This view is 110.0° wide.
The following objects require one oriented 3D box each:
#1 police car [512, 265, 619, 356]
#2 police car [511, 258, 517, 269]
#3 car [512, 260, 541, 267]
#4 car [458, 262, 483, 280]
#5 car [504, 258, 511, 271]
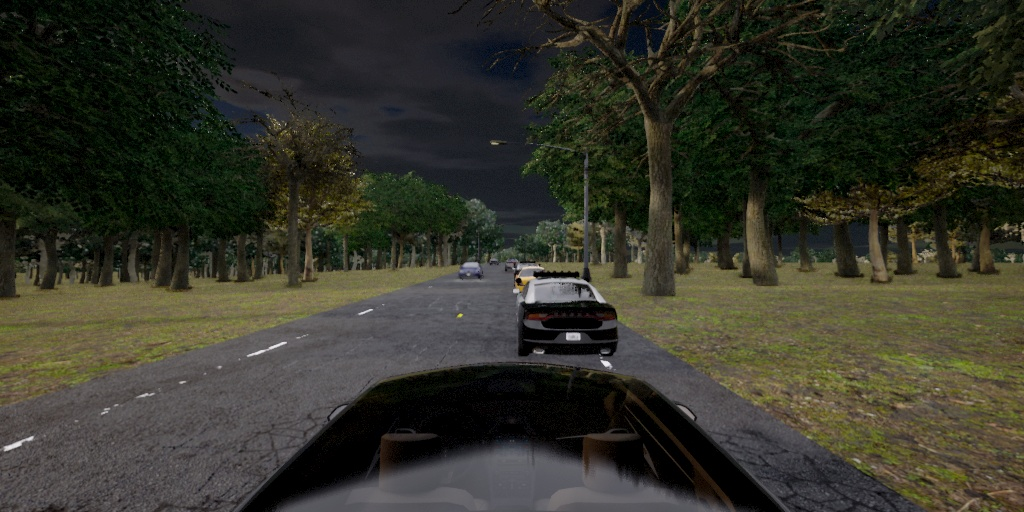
[{"bbox_3d":[1.057,1.180,8.753,1.930,1.638,5.238,0,0,0],"label":"police car"},{"bbox_3d":[1.071,1.168,24.756,1.930,1.638,5.238,0,0,0],"label":"police car"},{"bbox_3d":[1.065,1.207,18.836,1.801,1.575,5.366,0,0,0],"label":"car"},{"bbox_3d":[-3.575,1.253,31.766,1.812,1.442,4.674,0,0,0],"label":"car"},{"bbox_3d":[0.057,1.168,45.964,2.128,1.511,4.902,0,0,1],"label":"car"}]
